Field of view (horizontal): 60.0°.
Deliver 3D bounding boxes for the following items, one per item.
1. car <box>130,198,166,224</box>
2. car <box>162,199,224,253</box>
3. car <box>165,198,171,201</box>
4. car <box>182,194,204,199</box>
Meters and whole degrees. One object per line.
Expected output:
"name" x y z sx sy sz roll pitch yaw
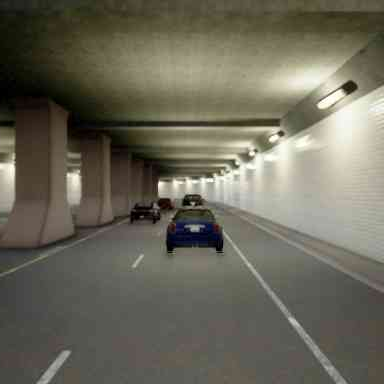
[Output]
"car" -3.401 1.489 25.014 2.128 1.511 4.902 0 0 0
"car" 0.100 1.350 13.884 2.097 1.767 4.553 0 0 0
"car" -3.402 1.473 42.824 1.882 1.535 5.008 0 0 0
"car" 0.097 1.218 32.743 2.150 2.045 5.566 0 0 0
